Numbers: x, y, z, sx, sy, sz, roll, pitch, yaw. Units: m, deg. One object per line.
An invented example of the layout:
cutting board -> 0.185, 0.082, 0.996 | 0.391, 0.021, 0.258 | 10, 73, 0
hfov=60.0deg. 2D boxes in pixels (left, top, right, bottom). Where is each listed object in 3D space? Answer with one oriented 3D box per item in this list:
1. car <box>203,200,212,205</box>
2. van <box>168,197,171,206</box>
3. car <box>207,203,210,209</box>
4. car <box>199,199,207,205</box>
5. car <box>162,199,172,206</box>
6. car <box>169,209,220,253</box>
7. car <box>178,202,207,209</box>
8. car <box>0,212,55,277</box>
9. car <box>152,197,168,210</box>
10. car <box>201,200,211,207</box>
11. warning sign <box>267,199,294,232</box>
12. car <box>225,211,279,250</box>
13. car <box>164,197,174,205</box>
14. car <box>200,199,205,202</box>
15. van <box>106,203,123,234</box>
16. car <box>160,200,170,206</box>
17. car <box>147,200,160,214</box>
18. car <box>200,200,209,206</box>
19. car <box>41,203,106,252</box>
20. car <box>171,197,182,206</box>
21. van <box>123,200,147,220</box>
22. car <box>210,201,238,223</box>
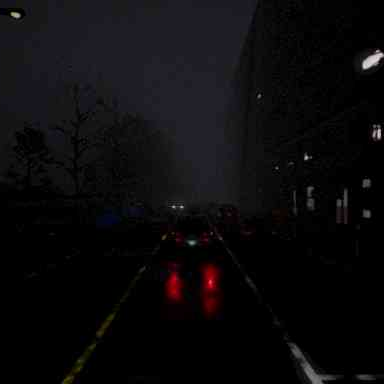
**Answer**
car -> 2.704, 2.024, 42.956 | 1.947, 1.339, 4.313 | 0, -1, 0
van -> -5.669, 2.055, 65.480 | 1.690, 1.788, 3.998 | 0, -1, 0
car -> 2.700, 1.918, 31.696 | 1.802, 1.307, 4.206 | 0, -1, 0
car -> 2.716, 2.480, 82.367 | 1.947, 1.339, 4.313 | 0, -1, 0
car -> -5.666, 2.391, 76.738 | 1.887, 1.381, 4.507 | 0, -1, 0
car -> 0.007, 1.677, 14.391 | 1.812, 1.442, 4.674 | 0, 0, 0
car -> 0.010, 1.875, 29.310 | 1.994, 1.385, 4.181 | 0, -1, 0
car -> -5.686, 1.535, 9.178 | 1.967, 1.590, 4.097 | 0, -1, 0
car -> -5.672, 1.899, 54.221 | 2.192, 1.841, 5.009 | 0, -1, 0
car -> 2.712, 2.241, 65.646 | 1.752, 1.417, 4.829 | 0, -1, 0
warning sign -> 5.074, 1.317, 19.133 | 1.300, 1.860, 1.060 | 0, -1, 0
car -> 2.695, 1.737, 14.805 | 1.802, 1.307, 4.206 | 0, -1, 0
car -> -5.664, 2.229, 82.372 | 2.192, 1.841, 5.009 | 0, -1, 0
car -> 2.708, 2.024, 54.216 | 1.967, 1.590, 4.097 | 0, -1, 0
van -> -5.683, 1.557, 20.440 | 1.690, 1.788, 3.998 | 0, -1, 0
car -> -5.667, 2.362, 71.107 | 1.802, 1.307, 4.206 | 0, -1, 0
car -> -5.676, 2.024, 42.959 | 1.947, 1.339, 4.313 | 0, -1, 0
car -> 2.713, 2.362, 71.105 | 1.802, 1.307, 4.206 | 0, -1, 0
car -> -5.686, 1.470, 14.810 | 2.192, 1.841, 5.009 | 0, -1, 0
car -> -2.976, 2.256, 71.070 | 1.882, 1.535, 5.008 | 0, -1, 0
van -> -5.680, 1.677, 31.701 | 1.690, 1.788, 3.998 | 0, -1, 0
car -> 2.699, 1.716, 26.067 | 1.967, 1.590, 4.097 | 0, -1, 0
